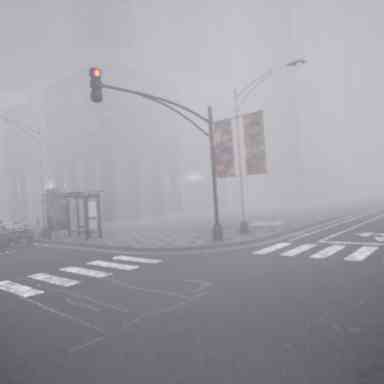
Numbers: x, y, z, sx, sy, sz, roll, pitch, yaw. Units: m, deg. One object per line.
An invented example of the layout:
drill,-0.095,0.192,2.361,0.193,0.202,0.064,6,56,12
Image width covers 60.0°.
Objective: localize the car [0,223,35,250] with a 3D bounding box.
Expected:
car,-10.577,2.443,18.984,4.403,1.369,2.008,-4,-1,41
